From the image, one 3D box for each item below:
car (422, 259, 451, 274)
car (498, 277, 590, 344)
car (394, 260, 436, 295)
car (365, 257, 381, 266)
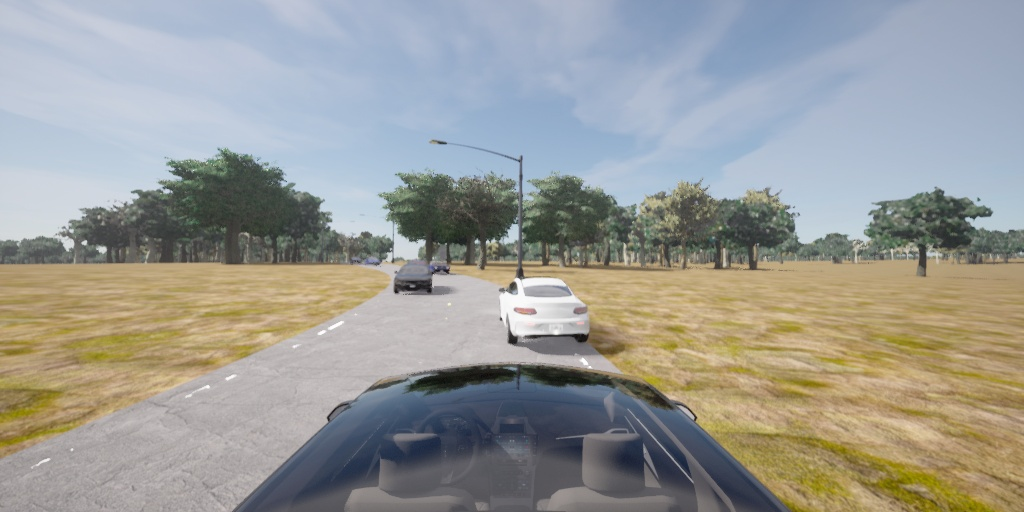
[{"bbox_3d":[-7.940,1.202,37.813,1.895,1.301,4.718,1,0,-24],"label":"car"},{"bbox_3d":[0.665,1.267,9.483,1.812,1.442,4.674,0,0,-5],"label":"car"},{"bbox_3d":[-5.319,1.167,19.665,1.882,1.535,5.008,0,0,-13],"label":"car"},{"bbox_3d":[-22.355,0.901,57.474,1.812,1.442,4.674,1,0,-30],"label":"car"}]
